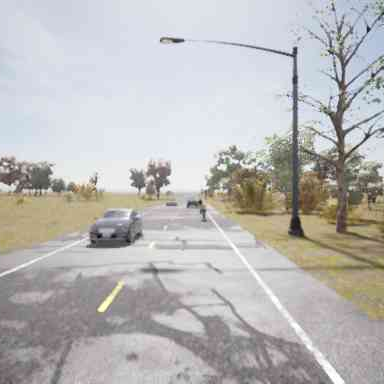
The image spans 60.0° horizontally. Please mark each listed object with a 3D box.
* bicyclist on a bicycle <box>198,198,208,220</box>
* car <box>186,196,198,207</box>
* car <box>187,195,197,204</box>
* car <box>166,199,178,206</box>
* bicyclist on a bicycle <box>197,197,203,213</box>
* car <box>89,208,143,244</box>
[{"bbox_3d":[0.981,1.556,28.011,0.866,1.612,1.509,0,0,0],"label":"bicyclist on a bicycle"},{"bbox_3d":[0.078,1.746,55.620,1.837,1.490,4.892,0,0,0],"label":"car"},{"bbox_3d":[-0.001,1.676,74.491,2.097,1.767,4.553,0,0,0],"label":"car"},{"bbox_3d":[-3.542,1.852,58.555,1.895,1.301,4.718,0,0,1],"label":"car"},{"bbox_3d":[0.962,1.536,38.659,0.659,1.776,1.843,0,0,0],"label":"bicyclist on a bicycle"},{"bbox_3d":[-3.599,1.561,16.445,2.128,1.511,4.902,0,0,0],"label":"car"}]
